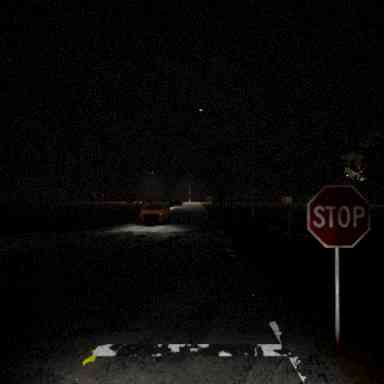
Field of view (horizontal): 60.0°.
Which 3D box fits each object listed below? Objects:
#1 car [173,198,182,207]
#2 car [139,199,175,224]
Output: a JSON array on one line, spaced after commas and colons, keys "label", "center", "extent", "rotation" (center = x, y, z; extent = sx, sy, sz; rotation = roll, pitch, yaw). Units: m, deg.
[{"label": "car", "center": [-2.712, 1.759, 55.512], "extent": [1.994, 1.385, 4.181], "rotation": [0, 0, 0]}, {"label": "car", "center": [-2.705, 1.539, 25.411], "extent": [1.882, 1.535, 5.008], "rotation": [1, 0, 2]}]
